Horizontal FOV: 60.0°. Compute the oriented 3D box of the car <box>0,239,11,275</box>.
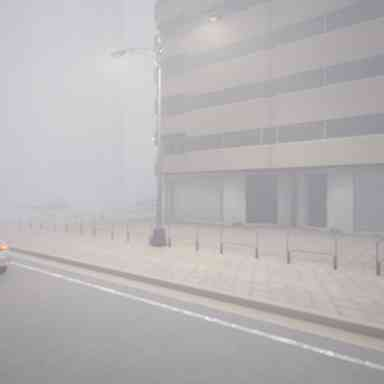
[{"bbox_3d":[-6.749,1.531,9.253,4.674,1.442,1.812,0,0,39],"label":"car"}]

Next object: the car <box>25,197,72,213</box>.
[{"bbox_3d":[-16.564,1.427,39.077,2.097,1.767,4.553,0,0,37],"label":"car"}]

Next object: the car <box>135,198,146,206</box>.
[{"bbox_3d":[-7.180,1.623,57.109,2.033,1.411,5.357,0,0,37],"label":"car"}]

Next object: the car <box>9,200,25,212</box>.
[{"bbox_3d":[-19.652,1.567,40.797,2.128,1.511,4.902,0,0,37],"label":"car"}]

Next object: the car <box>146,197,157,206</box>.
[{"bbox_3d":[-4.391,1.292,54.994,2.150,2.045,5.566,0,0,37],"label":"car"}]
